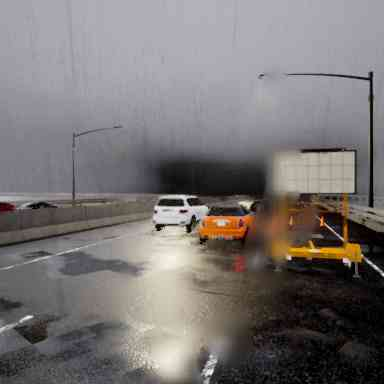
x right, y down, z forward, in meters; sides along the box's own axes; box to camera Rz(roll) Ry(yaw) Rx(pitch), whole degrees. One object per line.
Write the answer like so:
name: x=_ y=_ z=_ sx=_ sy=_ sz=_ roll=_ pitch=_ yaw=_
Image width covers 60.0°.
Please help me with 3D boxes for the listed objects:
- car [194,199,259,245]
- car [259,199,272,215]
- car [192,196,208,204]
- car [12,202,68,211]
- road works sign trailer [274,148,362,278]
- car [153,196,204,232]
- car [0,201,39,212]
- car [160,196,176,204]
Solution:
car: x=1.819 y=1.356 z=15.849 sx=2.097 sy=1.767 sz=4.553 roll=0 pitch=0 yaw=16
car: x=7.098 y=1.486 z=33.981 sx=1.882 sy=1.535 sz=5.008 roll=0 pitch=0 yaw=16
car: x=1.539 y=1.572 z=64.648 sx=1.994 sy=1.385 sz=4.181 roll=0 pitch=0 yaw=18
car: x=-10.468 y=1.606 z=24.493 sx=1.895 sy=1.301 sz=4.718 roll=0 pitch=0 yaw=16
road works sign trailer: x=3.785 y=0.468 z=10.399 sx=2.380 sy=3.560 sz=2.880 roll=0 pitch=0 yaw=16
car: x=-0.543 y=1.228 z=20.294 sx=2.150 sy=2.045 sz=5.566 roll=0 pitch=0 yaw=16
car: x=-13.176 y=1.531 z=27.719 sx=1.812 sy=1.442 sz=4.674 roll=0 pitch=0 yaw=16
car: x=-4.836 y=1.535 z=67.635 sx=1.812 sy=1.442 sz=4.674 roll=0 pitch=0 yaw=17
